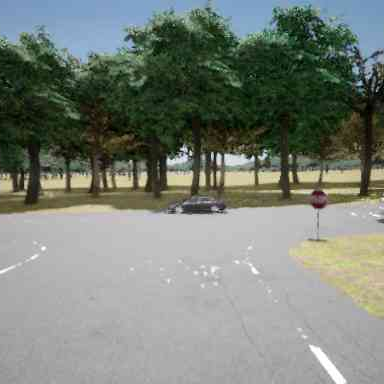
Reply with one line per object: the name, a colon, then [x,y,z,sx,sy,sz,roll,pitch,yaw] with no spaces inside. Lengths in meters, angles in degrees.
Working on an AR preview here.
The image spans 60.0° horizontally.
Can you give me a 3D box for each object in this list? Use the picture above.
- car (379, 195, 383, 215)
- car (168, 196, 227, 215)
car: [14.525,0.766,20.387,5.566,2.045,2.150,-2,3,0]
car: [0.418,1.083,27.353,4.892,1.490,1.837,-2,3,-1]
